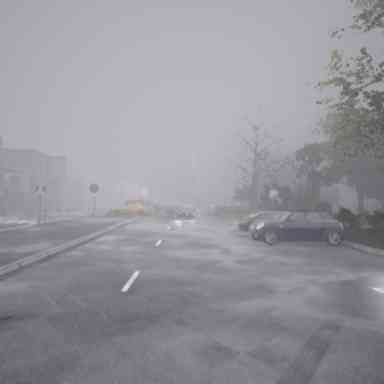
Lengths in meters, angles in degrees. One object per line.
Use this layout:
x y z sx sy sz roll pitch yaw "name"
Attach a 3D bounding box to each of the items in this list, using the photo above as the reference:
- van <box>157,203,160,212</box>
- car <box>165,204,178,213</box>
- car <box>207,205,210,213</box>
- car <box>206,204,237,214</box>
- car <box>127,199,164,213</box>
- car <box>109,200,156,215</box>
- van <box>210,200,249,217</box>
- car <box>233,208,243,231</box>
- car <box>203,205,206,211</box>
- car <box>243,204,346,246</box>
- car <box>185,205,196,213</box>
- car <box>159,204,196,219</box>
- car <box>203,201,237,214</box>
-7.283 2.066 47.239 4.442 1.987 1.878 1 -2 0 "van"
-3.613 2.883 58.395 1.994 1.385 4.181 1 -3 0 "car"
5.082 2.347 43.525 5.366 1.575 1.946 1 -2 0 "car"
4.782 2.762 54.685 4.892 1.521 2.231 1 -2 -1 "car"
-7.431 2.273 53.427 5.566 2.045 2.435 1 -2 -1 "car"
-7.536 2.090 41.278 5.366 1.575 1.946 1 -2 0 "car"
4.807 2.035 40.737 4.442 1.987 1.878 1 -2 0 "van"
5.064 1.881 19.940 4.674 1.452 2.002 1 -1 0 "car"
4.800 2.393 51.905 5.566 2.045 2.435 1 -2 -1 "car"
5.137 1.672 16.773 4.553 1.767 2.185 1 -1 0 "car"
-0.212 3.045 60.051 1.895 1.301 4.718 1 -3 1 "car"
-1.474 2.034 34.919 1.837 1.490 4.892 0 -1 -25 "car"
4.728 2.625 57.362 5.566 2.045 2.435 1 -2 -1 "car"
